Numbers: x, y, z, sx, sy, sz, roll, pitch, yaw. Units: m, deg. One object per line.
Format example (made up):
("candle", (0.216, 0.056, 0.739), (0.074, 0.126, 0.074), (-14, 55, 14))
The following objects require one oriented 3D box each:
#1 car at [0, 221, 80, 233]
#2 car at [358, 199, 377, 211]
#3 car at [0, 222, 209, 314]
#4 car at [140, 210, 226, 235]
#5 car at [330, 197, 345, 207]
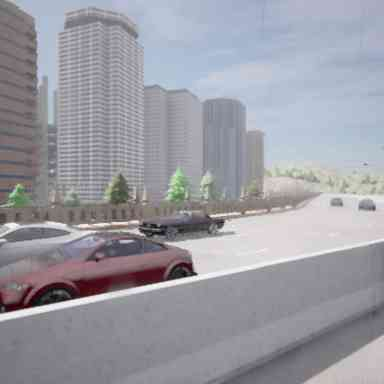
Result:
("car", (-4.817, 1.570, 9.311), (4.674, 1.442, 1.812), (0, 0, -38))
("car", (21.849, 1.589, 41.450), (1.812, 1.442, 4.674), (0, 0, 26))
("car", (-1.931, 1.593, 7.150), (4.181, 1.385, 1.994), (0, 0, -38))
("car", (-0.451, 1.657, 17.429), (4.718, 1.301, 1.895), (0, 0, -43))
("car", (22.900, 1.598, 52.454), (1.837, 1.490, 4.892), (0, 0, 22))
